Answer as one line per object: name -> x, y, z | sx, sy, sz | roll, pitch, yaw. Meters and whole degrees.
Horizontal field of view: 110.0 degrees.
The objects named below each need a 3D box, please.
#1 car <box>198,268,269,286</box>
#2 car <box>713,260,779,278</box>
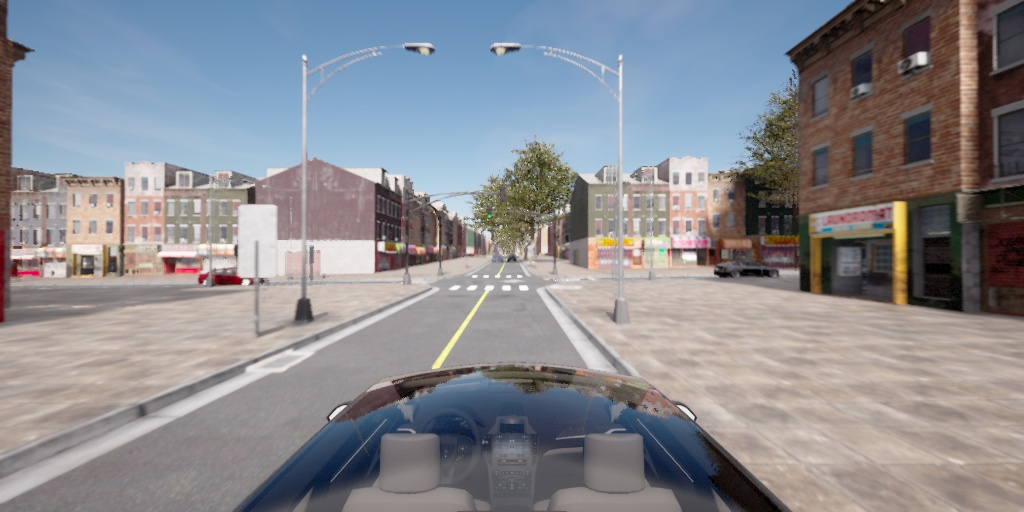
car -> -20.365, 1.522, 26.332 | 4.507, 1.381, 1.888 | 0, 0, 0
car -> 17.216, 0.984, 26.470 | 4.313, 1.339, 1.948 | 0, 0, 0
